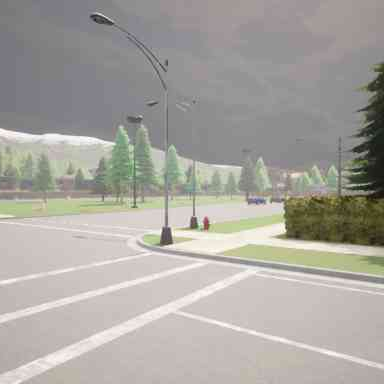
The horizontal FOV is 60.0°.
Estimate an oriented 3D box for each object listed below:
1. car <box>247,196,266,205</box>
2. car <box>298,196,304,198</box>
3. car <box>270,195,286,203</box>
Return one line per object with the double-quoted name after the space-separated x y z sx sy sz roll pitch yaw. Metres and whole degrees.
11.588 1.478 59.169 1.882 1.535 5.008 0 0 36 "car"
18.756 1.478 57.136 1.882 1.535 5.008 0 0 36 "car"
17.536 1.353 67.396 2.097 1.767 4.553 0 0 36 "car"
